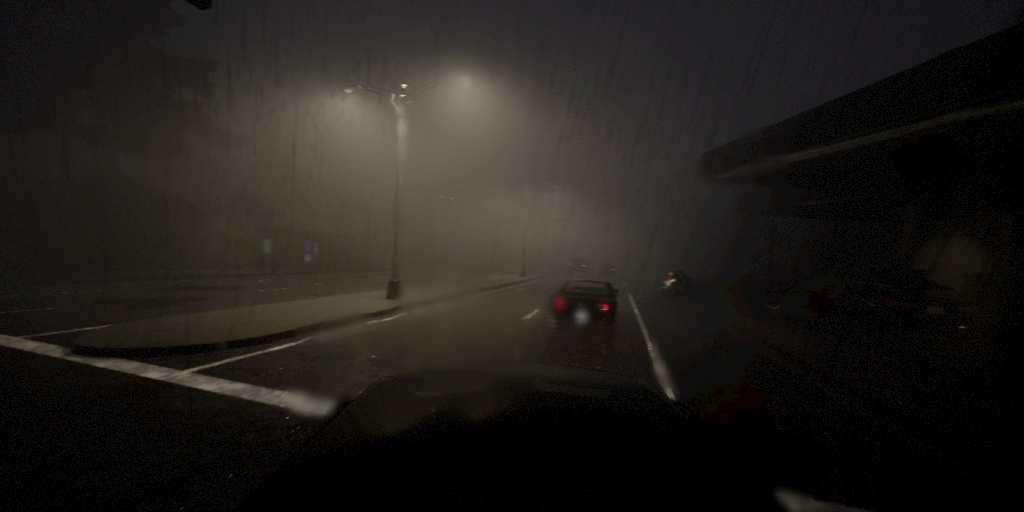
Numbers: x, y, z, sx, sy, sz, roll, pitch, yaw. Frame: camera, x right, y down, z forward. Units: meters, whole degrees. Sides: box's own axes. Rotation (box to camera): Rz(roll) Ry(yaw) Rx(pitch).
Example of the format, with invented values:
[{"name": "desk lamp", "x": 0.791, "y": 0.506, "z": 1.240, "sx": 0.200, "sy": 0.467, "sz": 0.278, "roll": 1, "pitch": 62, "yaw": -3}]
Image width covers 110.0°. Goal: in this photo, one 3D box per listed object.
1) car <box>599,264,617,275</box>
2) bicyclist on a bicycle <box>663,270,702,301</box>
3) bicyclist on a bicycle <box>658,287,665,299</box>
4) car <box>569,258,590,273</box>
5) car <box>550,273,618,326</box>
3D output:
[{"name": "car", "x": 11.751, "y": 1.748, "z": 43.790, "sx": 2.128, "sy": 1.511, "sz": 4.902, "roll": 3, "pitch": 0, "yaw": 17}, {"name": "bicyclist on a bicycle", "x": 9.194, "y": 1.561, "z": 19.145, "sx": 1.656, "sy": 1.620, "sz": 0.582, "roll": -8, "pitch": -6, "yaw": 33}, {"name": "bicyclist on a bicycle", "x": 8.899, "y": 1.611, "z": 19.821, "sx": 1.656, "sy": 1.620, "sz": 0.582, "roll": 3, "pitch": 0, "yaw": -2}, {"name": "car", "x": 8.405, "y": 1.311, "z": 44.734, "sx": 2.150, "sy": 2.045, "sz": 5.566, "roll": 3, "pitch": 0, "yaw": 16}, {"name": "car", "x": 2.658, "y": 1.463, "z": 12.396, "sx": 1.895, "sy": 1.301, "sz": 4.718, "roll": 3, "pitch": 0, "yaw": 17}]
